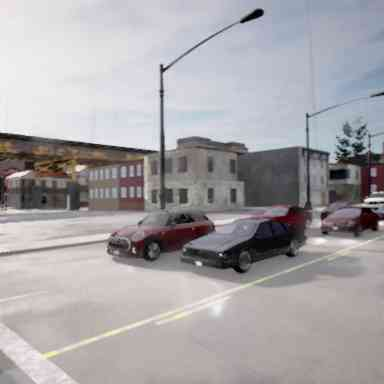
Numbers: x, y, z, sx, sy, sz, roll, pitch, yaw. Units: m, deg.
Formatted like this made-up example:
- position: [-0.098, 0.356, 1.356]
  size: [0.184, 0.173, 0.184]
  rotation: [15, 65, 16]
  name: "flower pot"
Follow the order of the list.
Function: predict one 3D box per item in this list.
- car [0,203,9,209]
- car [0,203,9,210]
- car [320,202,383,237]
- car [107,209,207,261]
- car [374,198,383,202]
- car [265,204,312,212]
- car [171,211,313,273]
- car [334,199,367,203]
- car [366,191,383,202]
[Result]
- position: [-42.932, 3.121, 74.866]
  size: [1.853, 1.218, 4.536]
  rotation: [-1, -1, -15]
  name: "car"
- position: [-42.916, 3.278, 74.814]
  size: [2.038, 1.542, 4.974]
  rotation: [-1, -1, -15]
  name: "car"
- position: [8.712, 1.488, 18.116]
  size: [1.812, 1.442, 4.674]
  rotation: [-2, 0, 45]
  name: "car"
- position: [-1.066, 1.515, 13.212]
  size: [2.097, 1.767, 4.553]
  rotation: [-2, -1, 45]
  name: "car"
- position: [15.769, 1.333, 25.228]
  size: [1.812, 1.442, 4.674]
  rotation: [-2, 0, 45]
  name: "car"
- position: [5.335, 1.531, 19.686]
  size: [1.882, 1.535, 5.008]
  rotation: [-2, 0, 45]
  name: "car"
- position: [2.046, 1.626, 11.383]
  size: [2.033, 1.411, 5.357]
  rotation: [-2, -1, 44]
  name: "car"
- position: [11.740, 1.477, 26.137]
  size: [1.994, 1.385, 4.181]
  rotation: [-2, 0, 45]
  name: "car"
- position: [19.224, 0.968, 33.662]
  size: [5.566, 2.045, 2.150]
  rotation: [-1, 0, -44]
  name: "car"
